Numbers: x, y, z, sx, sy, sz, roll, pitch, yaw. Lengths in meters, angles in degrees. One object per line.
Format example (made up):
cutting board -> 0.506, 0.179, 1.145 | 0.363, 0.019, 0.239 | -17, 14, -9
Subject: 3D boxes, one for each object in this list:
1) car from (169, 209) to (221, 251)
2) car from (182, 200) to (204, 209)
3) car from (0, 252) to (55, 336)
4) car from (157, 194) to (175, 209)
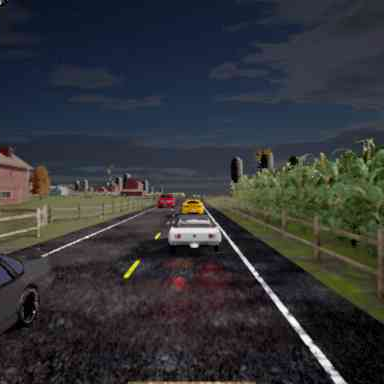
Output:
car -> 0.096, 1.605, 14.031 | 1.895, 1.301, 4.718 | 0, 0, 0
car -> 0.097, 1.494, 32.442 | 1.882, 1.535, 5.008 | 0, 0, 0
car -> -3.602, 1.548, 4.242 | 2.033, 1.411, 5.357 | 0, 0, 0
car -> -3.588, 1.255, 47.025 | 2.150, 2.045, 5.566 | 0, 0, 0
